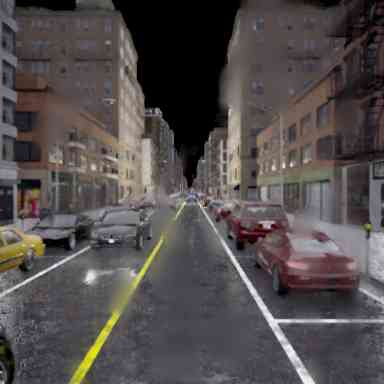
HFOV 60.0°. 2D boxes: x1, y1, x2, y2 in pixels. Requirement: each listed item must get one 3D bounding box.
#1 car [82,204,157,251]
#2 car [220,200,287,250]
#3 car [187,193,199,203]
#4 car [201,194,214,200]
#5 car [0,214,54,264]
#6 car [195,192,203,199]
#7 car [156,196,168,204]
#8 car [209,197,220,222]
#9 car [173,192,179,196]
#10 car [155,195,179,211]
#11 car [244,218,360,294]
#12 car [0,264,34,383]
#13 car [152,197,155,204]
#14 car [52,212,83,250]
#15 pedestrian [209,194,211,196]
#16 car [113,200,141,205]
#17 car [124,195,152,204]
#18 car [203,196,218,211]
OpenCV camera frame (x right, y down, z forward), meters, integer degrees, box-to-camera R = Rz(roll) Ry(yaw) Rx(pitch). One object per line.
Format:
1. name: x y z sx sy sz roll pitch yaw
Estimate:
1. car: -2.799 1.477 14.054 1.837 1.490 4.892 0 0 0
2. car: 2.636 1.286 14.099 2.192 1.841 5.009 0 0 0
3. car: 0.003 1.388 64.357 1.812 1.442 4.674 0 0 0
4. car: 2.741 1.370 48.540 1.882 1.535 5.008 0 0 0
5. car: -5.389 1.509 8.240 1.752 1.417 4.829 0 0 0
6. car: 4.043 1.200 76.966 5.357 1.411 2.033 0 0 -21
7. car: -5.398 1.448 59.546 1.802 1.307 4.206 0 0 0
8. car: 2.633 1.385 25.461 1.967 1.590 4.097 0 0 0
9. car: -5.407 1.335 92.103 2.008 1.369 4.403 0 0 0
10. car: -2.850 1.421 39.112 1.837 1.490 4.892 0 0 0
11. car: 2.637 1.566 8.418 1.802 1.307 4.206 0 0 0
12. car: -2.840 1.561 1.762 1.994 1.385 4.181 0 0 0
13. car: -5.395 1.346 42.500 1.967 1.590 4.097 0 0 0
14. car: -5.390 1.537 14.092 1.947 1.339 4.313 0 0 0
15. pedestrian: 2.740 1.179 51.543 0.375 1.860 0.375 0 0 -10
16. car: -5.392 1.511 25.455 1.947 1.339 4.313 0 0 0
17. car: -5.393 1.247 31.136 2.192 1.841 5.009 0 0 0
18. car: 2.631 1.470 36.824 2.008 1.369 4.403 0 0 0
